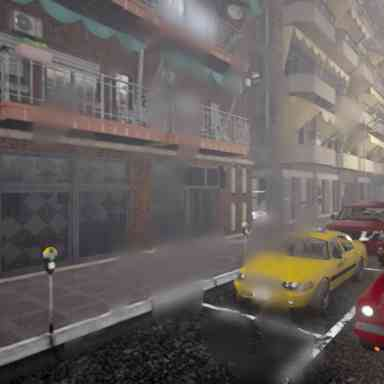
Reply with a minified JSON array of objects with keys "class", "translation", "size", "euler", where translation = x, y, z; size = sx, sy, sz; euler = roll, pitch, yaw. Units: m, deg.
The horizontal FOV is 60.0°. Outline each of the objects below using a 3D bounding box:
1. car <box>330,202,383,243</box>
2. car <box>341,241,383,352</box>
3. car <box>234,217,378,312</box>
[{"class":"car","translation":[6.442,1.311,12.183],"size":[2.192,1.841,5.009],"euler":[0,0,40]},{"class":"car","translation":[4.166,1.598,5.412],"size":[1.895,1.301,4.718],"euler":[0,0,40]},{"class":"car","translation":[2.785,1.523,7.816],"size":[1.752,1.417,4.829],"euler":[0,0,40]}]
